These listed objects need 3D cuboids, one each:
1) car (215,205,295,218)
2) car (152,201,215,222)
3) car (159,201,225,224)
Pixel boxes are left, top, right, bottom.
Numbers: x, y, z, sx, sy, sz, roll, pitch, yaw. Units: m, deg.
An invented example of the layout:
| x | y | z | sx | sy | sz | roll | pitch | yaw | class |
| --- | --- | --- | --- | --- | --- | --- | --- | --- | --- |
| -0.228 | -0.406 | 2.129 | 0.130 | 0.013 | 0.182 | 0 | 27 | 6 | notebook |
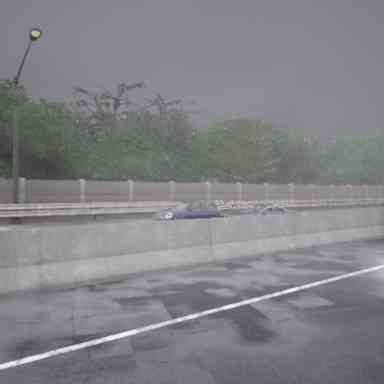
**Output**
| x | y | z | sx | sy | sz | roll | pitch | yaw | class |
| --- | --- | --- | --- | --- | --- | --- | --- | --- | --- |
| 4.100 | 1.516 | 19.720 | 4.902 | 1.511 | 2.128 | 0 | 0 | -35 | car |
| -0.255 | 1.370 | 20.942 | 4.553 | 1.767 | 2.097 | 0 | 0 | -35 | car |
| 0.092 | 1.526 | 25.459 | 4.892 | 1.490 | 1.837 | 0 | 0 | -35 | car |
